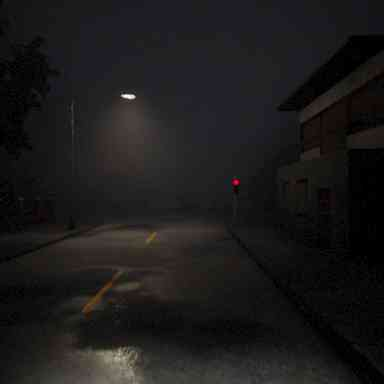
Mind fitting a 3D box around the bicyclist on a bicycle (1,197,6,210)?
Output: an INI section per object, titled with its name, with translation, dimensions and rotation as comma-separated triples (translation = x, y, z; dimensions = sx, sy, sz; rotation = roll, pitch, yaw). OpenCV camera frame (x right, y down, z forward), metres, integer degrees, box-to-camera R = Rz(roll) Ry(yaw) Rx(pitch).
[bicyclist on a bicycle]
translation = -22.153, 1.372, 38.896
dimensions = 0.582, 1.620, 1.656
rotation = 0, 0, 0
